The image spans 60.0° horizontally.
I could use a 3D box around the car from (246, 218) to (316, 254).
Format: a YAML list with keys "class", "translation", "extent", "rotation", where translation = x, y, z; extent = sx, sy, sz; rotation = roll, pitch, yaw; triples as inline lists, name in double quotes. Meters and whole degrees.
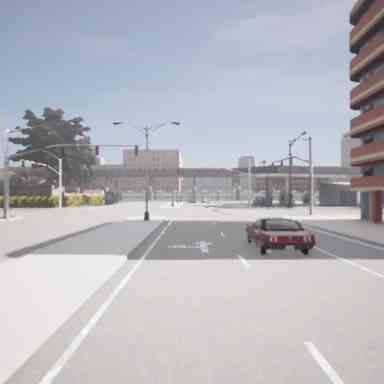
- class: "car"
  translation: [3.498, 1.733, 14.107]
  extent: [1.895, 1.301, 4.718]
  rotation: [0, 0, 0]

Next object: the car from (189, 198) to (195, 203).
- class: "car"
  translation: [-0.025, 2.361, 89.531]
  extent: [2.033, 1.411, 5.357]
  rotation: [0, -1, 0]

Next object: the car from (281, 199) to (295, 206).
- class: "car"
  translation: [18.937, 2.067, 65.625]
  extent: [1.970, 1.475, 3.806]
  rotation: [0, -1, 0]

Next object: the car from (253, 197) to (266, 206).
- class: "car"
  translation: [13.192, 1.899, 64.863]
  extent: [2.242, 1.667, 4.611]
  rotation: [0, -1, 0]

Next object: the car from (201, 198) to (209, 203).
- class: "car"
  translation: [3.475, 2.345, 89.532]
  extent: [1.812, 1.442, 4.674]
  rotation: [0, -1, 0]
